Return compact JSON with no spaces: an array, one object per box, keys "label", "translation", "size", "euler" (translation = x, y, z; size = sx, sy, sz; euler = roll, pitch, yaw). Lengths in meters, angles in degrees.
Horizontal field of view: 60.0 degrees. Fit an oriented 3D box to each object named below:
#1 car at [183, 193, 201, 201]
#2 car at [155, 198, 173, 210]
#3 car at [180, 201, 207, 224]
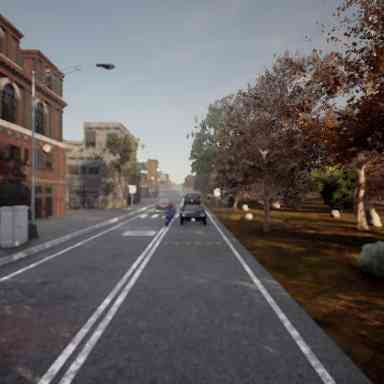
[{"label":"car","translation":[0.001,1.148,43.769],"size":[2.150,2.045,5.566],"euler":[0,0,0]},{"label":"car","translation":[-3.428,1.457,41.618],"size":[1.812,1.442,4.674],"euler":[0,0,0]},{"label":"car","translation":[0.073,1.585,24.731],"size":[1.895,1.301,4.718],"euler":[0,0,0]}]
